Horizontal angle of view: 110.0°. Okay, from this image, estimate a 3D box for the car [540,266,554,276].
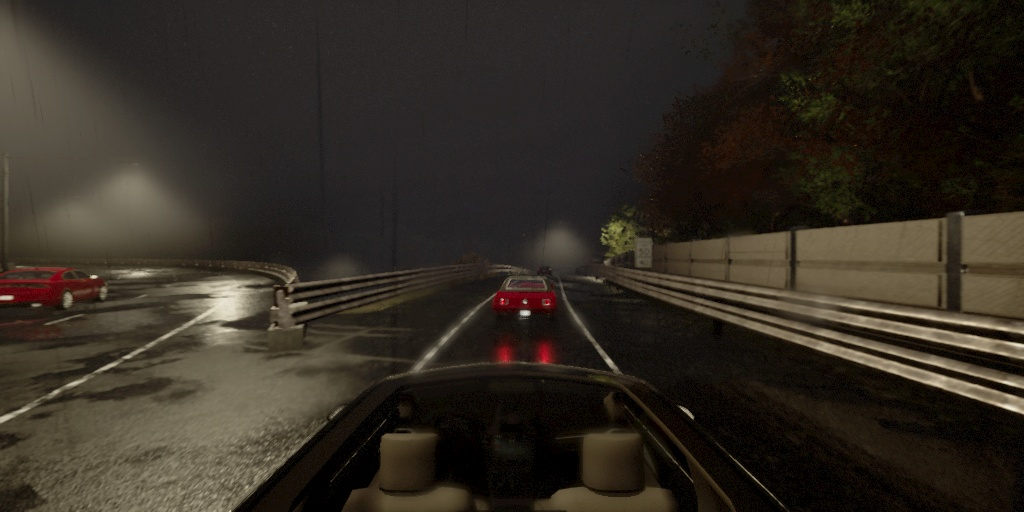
[{"bbox_3d":[5.791,2.533,58.843,2.128,1.511,4.902,0,-4,9],"label":"car"}]

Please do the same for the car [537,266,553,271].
[{"bbox_3d":[4.440,2.008,48.934,1.994,1.385,4.181,0,-3,7],"label":"car"}]

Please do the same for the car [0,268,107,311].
[{"bbox_3d":[-17.482,1.180,13.560,1.882,1.535,5.008,0,0,-32],"label":"car"}]

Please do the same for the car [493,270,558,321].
[{"bbox_3d":[0.523,1.350,12.503,1.895,1.301,4.718,0,0,4],"label":"car"}]
